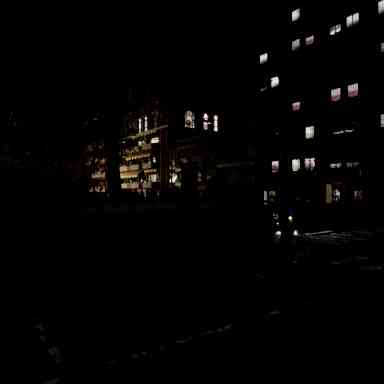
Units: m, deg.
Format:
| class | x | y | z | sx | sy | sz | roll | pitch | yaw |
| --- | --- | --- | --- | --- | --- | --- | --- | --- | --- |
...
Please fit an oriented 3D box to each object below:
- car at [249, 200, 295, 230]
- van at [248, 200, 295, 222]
| class | x | y | z | sx | sy | sz | roll | pitch | yaw |
| --- | --- | --- | --- | --- | --- | --- | --- | --- | --- |
| car | 4.918 | 1.605 | 23.421 | 2.097 | 1.767 | 4.553 | 0 | -1 | -36 |
| van | 7.136 | 1.643 | 30.187 | 1.690 | 1.788 | 3.998 | -1 | 0 | -36 |
